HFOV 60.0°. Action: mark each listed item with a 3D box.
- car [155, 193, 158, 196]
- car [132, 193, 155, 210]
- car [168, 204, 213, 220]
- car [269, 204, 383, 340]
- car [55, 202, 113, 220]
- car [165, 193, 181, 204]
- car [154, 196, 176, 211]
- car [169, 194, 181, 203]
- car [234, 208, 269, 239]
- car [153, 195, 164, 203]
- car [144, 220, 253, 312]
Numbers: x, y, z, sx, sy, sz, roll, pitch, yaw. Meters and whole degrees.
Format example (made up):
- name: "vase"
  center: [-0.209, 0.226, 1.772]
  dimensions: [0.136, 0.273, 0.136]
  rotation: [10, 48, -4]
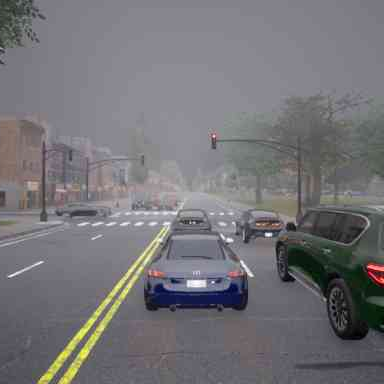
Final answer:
- name: "car"
  center: [-6.688, 1.257, 55.104]
  dimensions: [2.150, 2.045, 5.566]
  rotation: [0, 1, 0]
- name: "car"
  center: [-6.685, 1.330, 44.851]
  dimensions: [2.150, 2.045, 5.566]
  rotation: [0, 0, 0]
- name: "car"
  center: [0.010, 1.582, 16.711]
  dimensions: [1.837, 1.490, 4.892]
  rotation: [0, 0, 1]
- name: "car"
  center: [3.314, 1.235, 6.677]
  dimensions: [2.150, 2.045, 5.566]
  rotation: [0, 0, 0]
- name: "car"
  center: [-9.633, 1.633, 29.709]
  dimensions: [4.902, 1.511, 2.128]
  rotation: [0, 0, -8]
- name: "car"
  center: [-3.445, 1.263, 54.042]
  dimensions: [2.150, 2.045, 5.566]
  rotation: [0, 1, 0]
- name: "car"
  center: [-3.427, 1.621, 42.918]
  dimensions: [1.837, 1.490, 4.892]
  rotation: [0, 0, 0]
- name: "car"
  center: [-3.395, 1.272, 67.991]
  dimensions: [2.097, 1.767, 4.553]
  rotation: [0, 0, 0]
- name: "car"
  center: [3.263, 1.581, 16.539]
  dimensions: [1.837, 1.490, 4.892]
  rotation: [0, 0, 0]
- name: "car"
  center: [-6.653, 1.456, 66.825]
  dimensions: [1.812, 1.442, 4.674]
  rotation: [0, 0, 1]
- name: "car"
  center: [0.066, 1.583, 7.824]
  dimensions: [1.994, 1.385, 4.181]
  rotation: [0, 0, 0]
